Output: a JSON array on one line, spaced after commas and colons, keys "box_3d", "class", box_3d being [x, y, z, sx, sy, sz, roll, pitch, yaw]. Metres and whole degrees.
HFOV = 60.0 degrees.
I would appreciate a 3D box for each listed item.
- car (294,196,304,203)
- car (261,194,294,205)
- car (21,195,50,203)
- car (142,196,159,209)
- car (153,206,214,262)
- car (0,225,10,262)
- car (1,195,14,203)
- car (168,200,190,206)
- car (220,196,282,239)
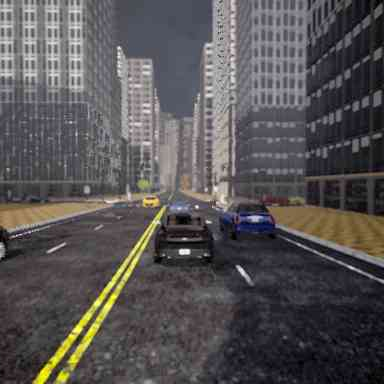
[{"box_3d": [18.830, 1.295, 63.798, 4.829, 1.417, 1.752, 0, 1, -2], "class": "car"}, {"box_3d": [13.649, 1.223, 55.237, 5.009, 1.841, 2.192, 0, 1, -2], "class": "car"}, {"box_3d": [-25.255, 1.199, 53.792, 4.313, 1.339, 1.947, 0, 1, -2], "class": "car"}, {"box_3d": [-5.224, 1.266, 42.607, 1.882, 1.535, 5.008, 0, 0, -2], "class": "car"}, {"box_3d": [-0.313, 1.448, 11.884, 1.837, 1.490, 4.892, 0, 0, -2], "class": "car"}, {"box_3d": [-6.860, 1.474, 9.081, 1.837, 1.490, 4.892, 0, 0, -2], "class": "car"}, {"box_3d": [-30.939, 1.173, 53.637, 4.206, 1.307, 1.802, 0, 1, -2], "class": "car"}, {"box_3d": [-1.171, 1.401, 29.603, 2.033, 1.411, 5.357, 0, 0, -3], "class": "car"}, {"box_3d": [2.707, 1.266, 17.058, 2.097, 1.767, 4.553, 0, 0, -3], "class": "car"}]
